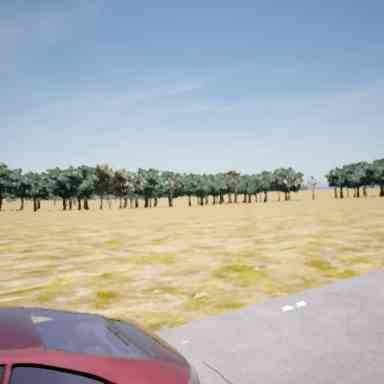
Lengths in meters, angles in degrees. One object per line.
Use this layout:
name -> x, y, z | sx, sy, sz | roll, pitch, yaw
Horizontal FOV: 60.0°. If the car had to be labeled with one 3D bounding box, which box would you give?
car -> -1.910, 1.567, 1.966 | 4.181, 1.385, 1.994 | 0, 0, -35
